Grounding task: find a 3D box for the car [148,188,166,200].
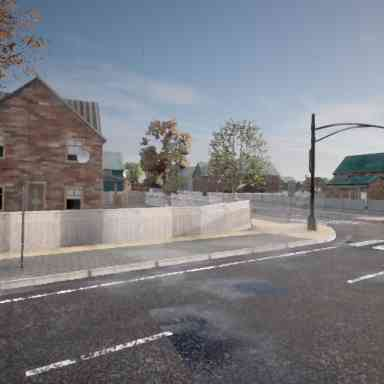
[{"bbox_3d":[-6.517,0.336,61.647,2.150,2.045,5.566,1,1,-21],"label":"car"}]
